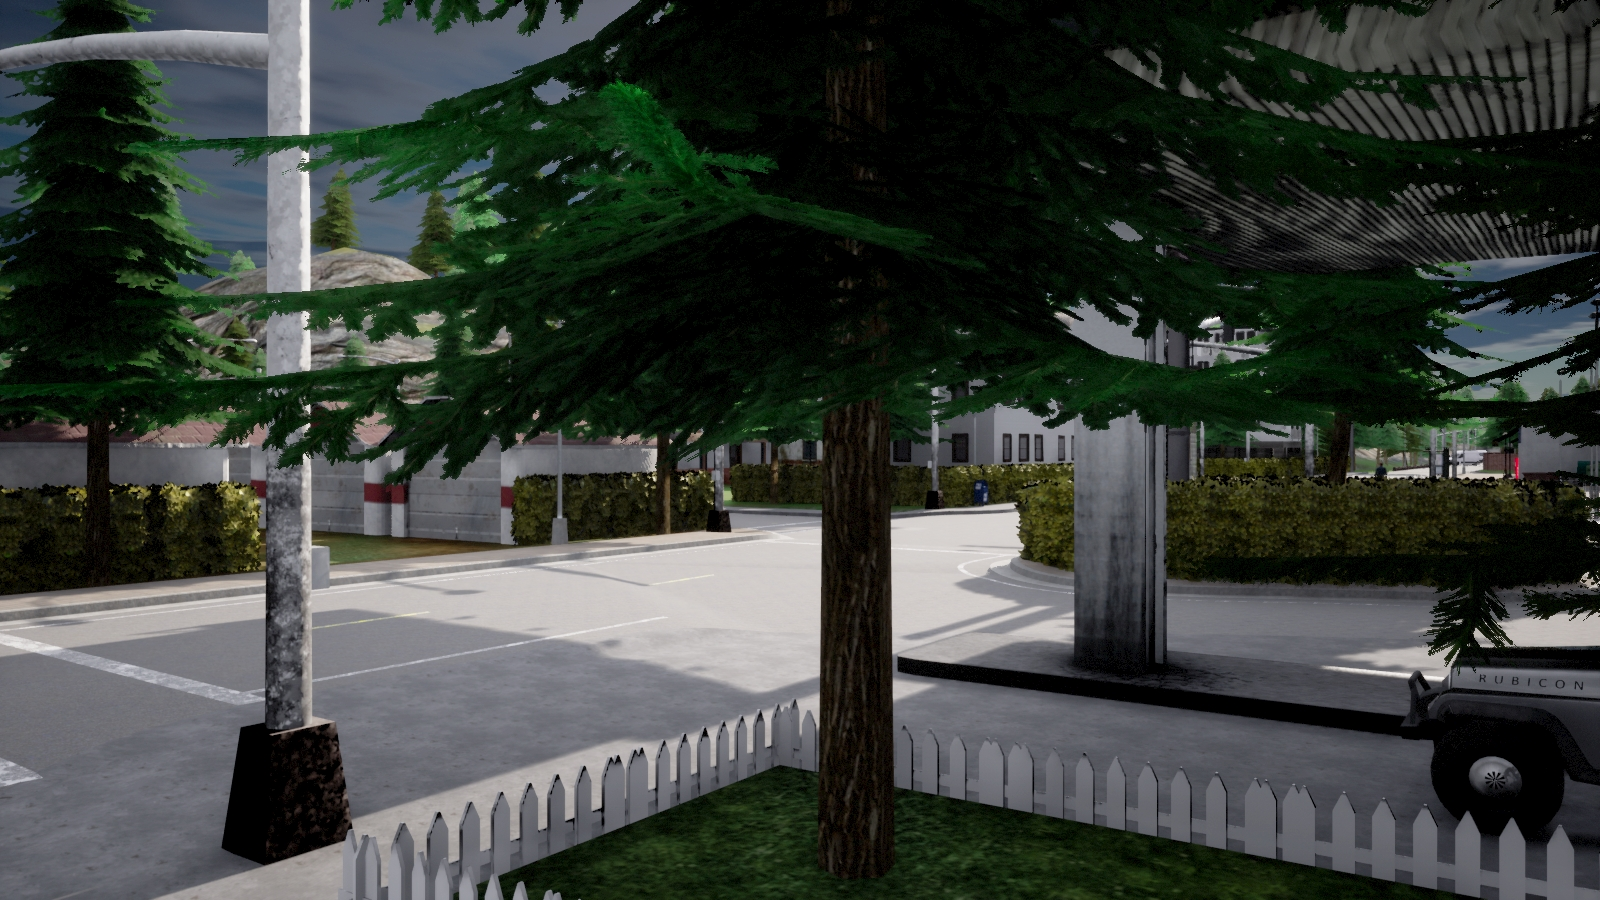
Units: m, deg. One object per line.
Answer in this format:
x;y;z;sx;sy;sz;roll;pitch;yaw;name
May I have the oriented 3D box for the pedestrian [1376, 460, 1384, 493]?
32.846;1.502;64.665;0.375;1.860;0.375;0;0;34;pedestrian
